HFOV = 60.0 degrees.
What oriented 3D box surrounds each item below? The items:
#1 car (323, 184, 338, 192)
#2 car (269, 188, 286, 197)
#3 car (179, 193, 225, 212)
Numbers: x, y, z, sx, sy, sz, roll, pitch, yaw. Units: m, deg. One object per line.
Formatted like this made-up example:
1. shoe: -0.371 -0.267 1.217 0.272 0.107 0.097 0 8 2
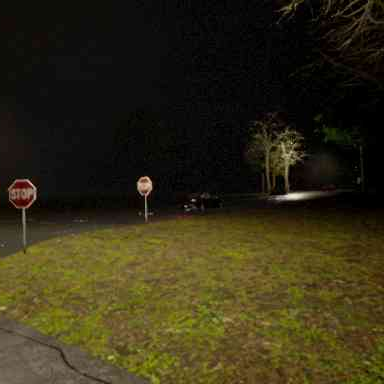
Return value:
1. car: 31.750 -1.061 76.868 2.097 1.767 4.553 -2 1 30
2. car: 15.548 0.094 60.530 1.837 1.490 4.892 -3 1 35
3. car: 0.919 0.826 27.431 2.128 1.511 4.902 -3 0 35
